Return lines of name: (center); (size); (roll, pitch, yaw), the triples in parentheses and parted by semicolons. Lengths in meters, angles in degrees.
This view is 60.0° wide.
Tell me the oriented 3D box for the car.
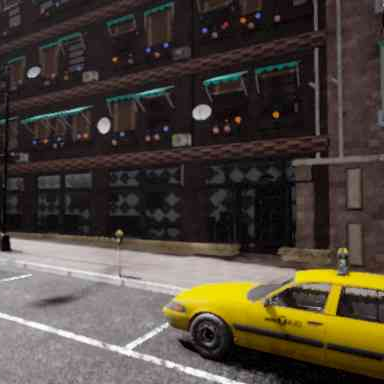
car: (1.875, 1.717, 4.824); (4.829, 1.417, 1.752); (0, -3, 28)
